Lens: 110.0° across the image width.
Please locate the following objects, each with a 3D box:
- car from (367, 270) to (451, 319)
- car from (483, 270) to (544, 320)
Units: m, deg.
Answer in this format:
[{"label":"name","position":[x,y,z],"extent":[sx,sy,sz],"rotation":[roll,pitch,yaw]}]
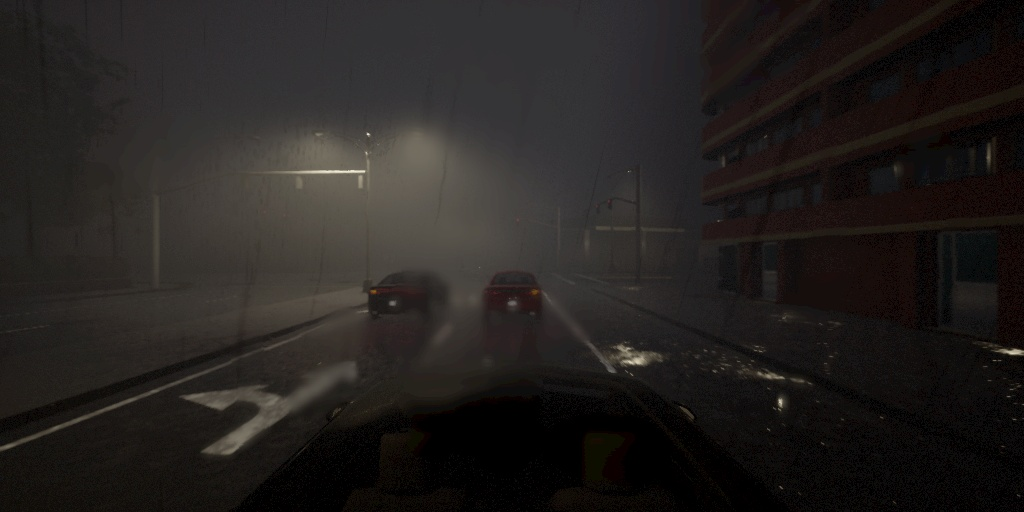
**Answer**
[{"label":"car","position":[-3.436,1.234,12.861],"extent":[1.882,1.535,5.008],"rotation":[0,0,0]},{"label":"car","position":[0.060,1.234,12.748],"extent":[1.882,1.535,5.008],"rotation":[0,0,0]}]
